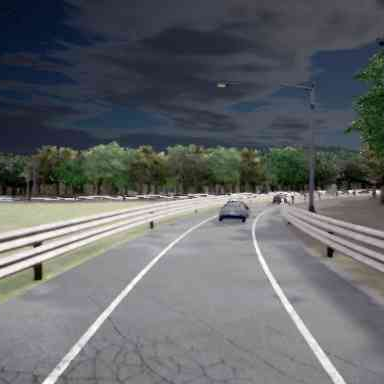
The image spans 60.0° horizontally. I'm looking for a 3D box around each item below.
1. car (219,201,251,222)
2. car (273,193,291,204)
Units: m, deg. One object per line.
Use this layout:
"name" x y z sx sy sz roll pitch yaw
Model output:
"car" 3.197 1.336 24.402 1.994 1.385 4.181 0 1 14
"car" 13.678 0.985 50.398 1.837 1.490 4.892 0 2 30
